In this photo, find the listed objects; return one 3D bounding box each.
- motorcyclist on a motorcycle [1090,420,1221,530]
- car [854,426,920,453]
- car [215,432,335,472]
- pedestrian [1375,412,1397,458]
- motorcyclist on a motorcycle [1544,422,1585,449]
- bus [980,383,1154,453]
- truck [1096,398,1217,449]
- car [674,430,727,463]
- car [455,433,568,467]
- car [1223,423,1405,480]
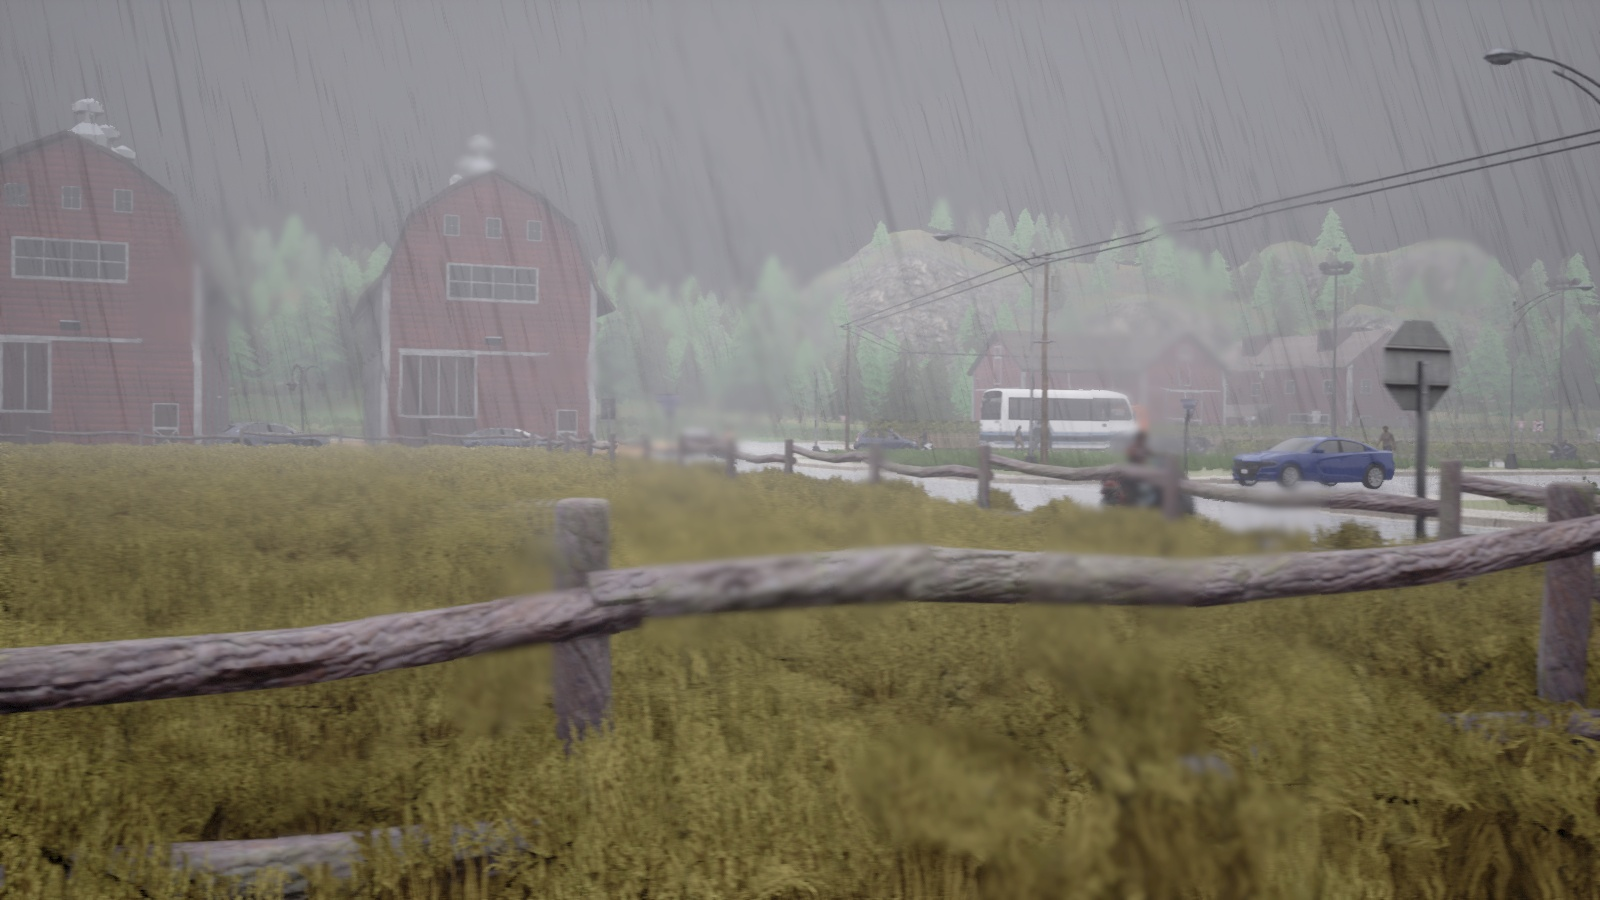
[{"bbox_3d":[5.668,0.358,20.201,0.766,1.649,2.350,-1,1,-21],"label":"motorcyclist on a motorcycle"},{"bbox_3d":[5.316,-0.631,76.965,3.988,1.617,1.851,0,1,2],"label":"car"},{"bbox_3d":[-23.597,0.064,56.497,4.856,1.649,2.033,-1,1,-24],"label":"car"},{"bbox_3d":[22.787,-0.587,48.813,0.869,1.805,0.328,-1,1,-28],"label":"pedestrian"},{"bbox_3d":[44.056,-0.821,72.370,2.191,1.530,0.866,-1,1,-21],"label":"motorcyclist on a motorcycle"},{"bbox_3d":[17.119,-2.073,80.487,10.273,4.253,3.944,-1,1,-18],"label":"bus"},{"bbox_3d":[24.799,-1.872,87.240,7.936,3.462,2.891,-1,1,-21],"label":"truck"},{"bbox_3d":[-4.925,-0.215,62.687,1.882,1.535,5.008,-1,1,4],"label":"car"},{"bbox_3d":[-13.503,-0.017,59.006,4.792,1.488,2.163,-1,1,0],"label":"car"},{"bbox_3d":[14.984,0.019,36.580,5.008,1.535,1.882,-1,1,-22],"label":"car"}]
